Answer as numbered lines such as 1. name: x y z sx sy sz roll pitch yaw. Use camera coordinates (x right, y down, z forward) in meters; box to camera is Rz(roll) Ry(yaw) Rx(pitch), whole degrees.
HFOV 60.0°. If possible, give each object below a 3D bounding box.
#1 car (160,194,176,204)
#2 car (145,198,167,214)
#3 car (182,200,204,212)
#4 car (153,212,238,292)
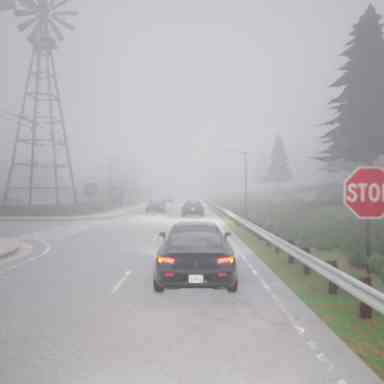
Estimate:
1. car: -3.518 0.999 49.221 2.033 1.411 5.357 0 0 0
2. car: -3.604 1.467 33.711 1.895 1.301 4.718 0 0 0
3. car: 0.086 1.440 31.122 1.994 1.385 4.181 0 0 0
4. car: 0.083 1.491 8.677 1.812 1.442 4.674 0 0 0
